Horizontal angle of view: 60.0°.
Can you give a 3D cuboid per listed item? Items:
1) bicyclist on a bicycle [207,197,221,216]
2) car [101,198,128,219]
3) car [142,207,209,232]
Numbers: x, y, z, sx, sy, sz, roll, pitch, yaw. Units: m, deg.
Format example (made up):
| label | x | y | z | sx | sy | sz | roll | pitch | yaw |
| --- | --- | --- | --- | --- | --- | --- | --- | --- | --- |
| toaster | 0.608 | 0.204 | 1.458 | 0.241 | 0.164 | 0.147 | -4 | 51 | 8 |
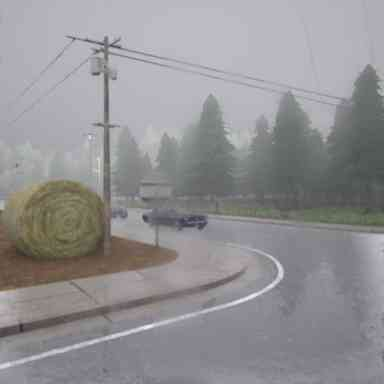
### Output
| label | x | y | z | sx | sy | sz | roll | pitch | yaw |
| --- | --- | --- | --- | --- | --- | --- | --- | --- | --- |
| bicyclist on a bicycle | 1.917 | 1.244 | 28.554 | 1.656 | 1.620 | 0.582 | -1 | 0 | -38 |
| car | -7.223 | 1.335 | 28.043 | 2.097 | 1.767 | 4.553 | 0 | 0 | -38 |
| car | -1.091 | 1.581 | 20.304 | 1.895 | 1.301 | 4.718 | 0 | 0 | -38 |
